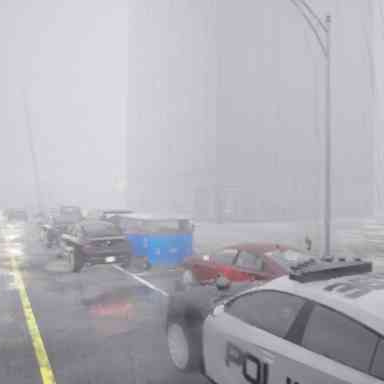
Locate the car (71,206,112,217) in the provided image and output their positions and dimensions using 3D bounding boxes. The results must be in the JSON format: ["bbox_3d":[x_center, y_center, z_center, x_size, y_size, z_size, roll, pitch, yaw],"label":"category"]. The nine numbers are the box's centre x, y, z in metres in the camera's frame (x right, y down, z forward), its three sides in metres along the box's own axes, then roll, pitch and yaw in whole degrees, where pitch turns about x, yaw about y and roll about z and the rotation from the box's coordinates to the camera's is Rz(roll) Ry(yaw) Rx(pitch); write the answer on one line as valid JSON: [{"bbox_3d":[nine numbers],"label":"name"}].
[{"bbox_3d":[-4.424,1.778,17.136,2.192,1.841,5.009,1,-2,-31],"label":"car"}]

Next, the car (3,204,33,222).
[{"bbox_3d":[-18.598,2.342,35.433,2.128,1.511,4.902,1,-2,-30],"label":"car"}]

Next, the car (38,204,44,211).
[{"bbox_3d":[-13.087,2.237,31.694,1.967,1.590,4.097,1,-2,-31],"label":"car"}]

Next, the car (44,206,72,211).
[{"bbox_3d":[-10.199,2.002,26.844,2.192,1.841,5.009,1,-2,-31],"label":"car"}]

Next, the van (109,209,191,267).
[{"bbox_3d":[-1.537,1.690,12.281,1.690,1.788,3.998,1,-2,-31],"label":"van"}]

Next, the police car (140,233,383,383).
[{"bbox_3d":[1.366,1.550,3.583,1.930,1.638,5.238,1,-2,-31],"label":"police car"}]

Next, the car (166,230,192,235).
[{"bbox_3d":[1.349,1.780,7.423,1.887,1.381,4.507,1,-2,-31],"label":"car"}]

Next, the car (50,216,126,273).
[{"bbox_3d":[-3.690,1.830,12.078,1.837,1.490,4.892,1,-2,-31],"label":"car"}]

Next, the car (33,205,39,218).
[{"bbox_3d":[-18.862,2.595,41.399,1.802,1.307,4.206,1,-2,-31],"label":"car"}]

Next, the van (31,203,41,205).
[{"bbox_3d":[-21.748,2.461,46.259,1.690,1.788,3.998,1,-2,-31],"label":"van"}]

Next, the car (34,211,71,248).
[{"bbox_3d":[-6.757,1.951,17.234,1.837,1.490,4.892,1,-2,-31],"label":"car"}]
